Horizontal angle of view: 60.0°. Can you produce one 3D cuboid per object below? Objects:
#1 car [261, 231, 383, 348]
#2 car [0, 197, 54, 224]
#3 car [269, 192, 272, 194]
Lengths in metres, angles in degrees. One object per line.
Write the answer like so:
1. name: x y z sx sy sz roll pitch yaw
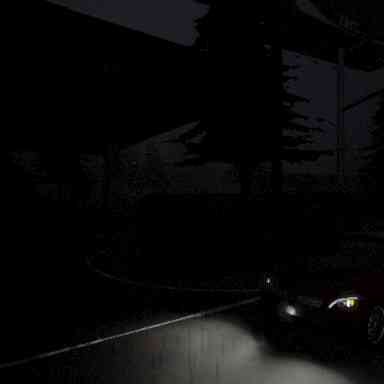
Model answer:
1. car: 3.392 1.526 6.410 4.674 1.442 1.812 0 0 -36
2. car: -11.987 1.313 23.469 3.866 1.878 1.905 0 0 -36
3. car: 6.216 1.050 28.679 2.150 2.045 5.566 0 1 -34
